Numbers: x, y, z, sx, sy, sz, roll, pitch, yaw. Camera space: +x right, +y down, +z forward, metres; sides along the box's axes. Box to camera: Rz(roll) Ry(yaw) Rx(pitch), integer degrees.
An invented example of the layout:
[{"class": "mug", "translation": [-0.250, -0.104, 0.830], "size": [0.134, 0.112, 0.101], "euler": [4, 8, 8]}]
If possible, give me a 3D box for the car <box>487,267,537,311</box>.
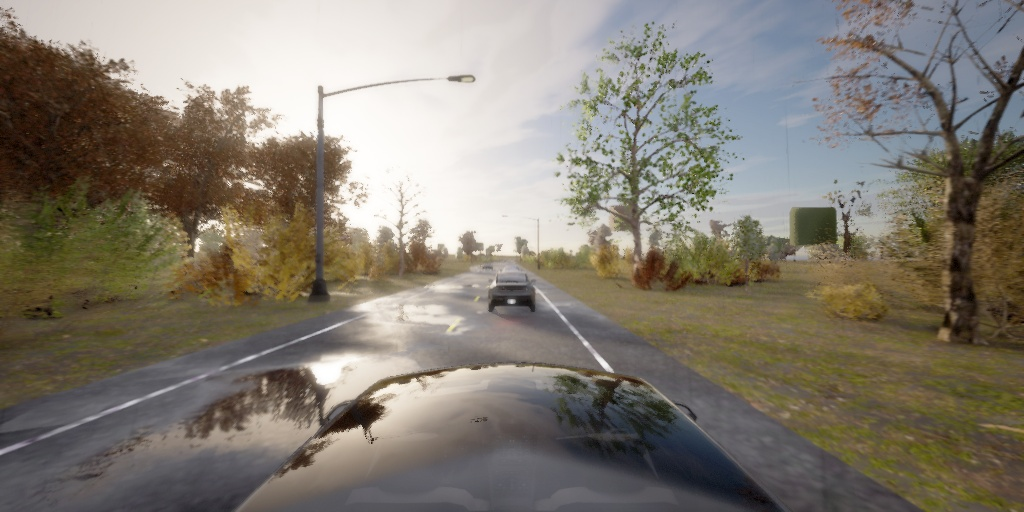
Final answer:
[{"class": "car", "translation": [0.003, 1.398, 15.349], "size": [1.837, 1.490, 4.892], "euler": [0, 0, 0]}]
